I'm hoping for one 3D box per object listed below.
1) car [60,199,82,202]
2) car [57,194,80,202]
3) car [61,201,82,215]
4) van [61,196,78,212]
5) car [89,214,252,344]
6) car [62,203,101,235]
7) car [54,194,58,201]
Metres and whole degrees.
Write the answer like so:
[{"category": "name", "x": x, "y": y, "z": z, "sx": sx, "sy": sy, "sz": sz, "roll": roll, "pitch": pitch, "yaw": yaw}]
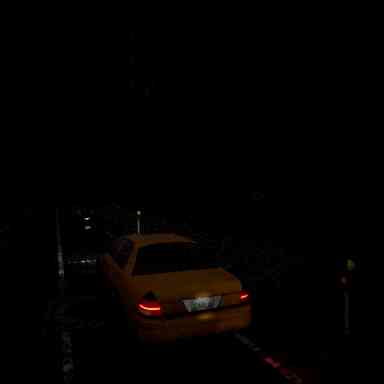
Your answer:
[{"category": "car", "x": -10.263, "y": 1.567, "z": 28.953, "sx": 1.947, "sy": 1.339, "sz": 4.313, "roll": 0, "pitch": 0, "yaw": -22}, {"category": "car", "x": -12.362, "y": 1.317, "z": 34.062, "sx": 2.192, "sy": 1.841, "sz": 5.009, "roll": 0, "pitch": 0, "yaw": -22}, {"category": "car", "x": -8.163, "y": 1.552, "z": 23.844, "sx": 2.008, "sy": 1.369, "sz": 4.403, "roll": 0, "pitch": 0, "yaw": -22}, {"category": "van", "x": -14.462, "y": 1.343, "z": 39.171, "sx": 1.690, "sy": 1.788, "sz": 3.998, "roll": 0, "pitch": 0, "yaw": -22}, {"category": "car", "x": -0.835, "y": 1.457, "z": 6.777, "sx": 1.801, "sy": 1.575, "sz": 5.366, "roll": 0, "pitch": 0, "yaw": -22}, {"category": "car", "x": -6.064, "y": 1.552, "z": 18.735, "sx": 2.008, "sy": 1.369, "sz": 4.403, "roll": 0, "pitch": 0, "yaw": -22}, {"category": "car", "x": -31.408, "y": 1.471, "z": 79.659, "sx": 1.967, "sy": 1.590, "sz": 4.097, "roll": 0, "pitch": 0, "yaw": -24}]
